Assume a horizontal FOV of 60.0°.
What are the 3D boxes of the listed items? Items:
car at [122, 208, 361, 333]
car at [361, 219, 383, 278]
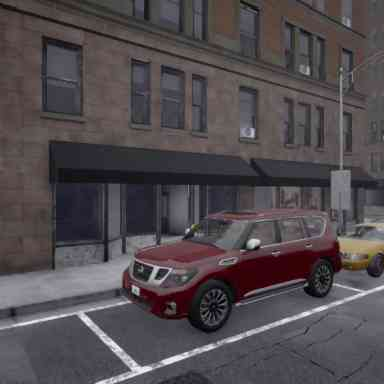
[{"bbox_3d":[1.112,1.315,6.990,5.009,1.841,2.192,0,0,-35],"label":"car"},{"bbox_3d":[5.597,1.525,10.185,4.829,1.417,1.752,0,0,-35],"label":"car"}]
